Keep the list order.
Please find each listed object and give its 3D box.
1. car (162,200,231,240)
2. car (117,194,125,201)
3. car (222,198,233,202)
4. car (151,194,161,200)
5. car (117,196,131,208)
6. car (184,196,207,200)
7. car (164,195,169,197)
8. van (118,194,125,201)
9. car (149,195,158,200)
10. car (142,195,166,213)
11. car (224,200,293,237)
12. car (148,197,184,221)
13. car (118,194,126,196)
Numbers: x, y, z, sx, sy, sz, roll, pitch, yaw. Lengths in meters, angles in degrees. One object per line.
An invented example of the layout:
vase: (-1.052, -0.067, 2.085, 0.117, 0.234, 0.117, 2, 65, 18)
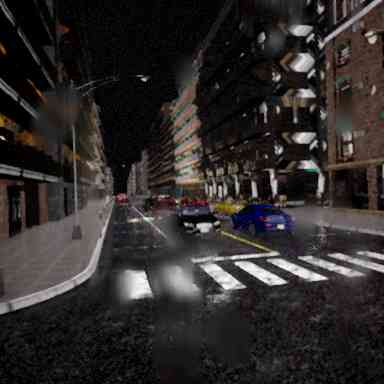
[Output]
car: (0.017, 1.396, 16.819, 2.128, 1.511, 4.902, -2, 0, -13)
car: (-19.872, 1.443, 93.193, 2.192, 1.841, 5.009, -2, 0, -13)
car: (3.225, 1.243, 28.906, 1.752, 1.417, 4.829, -2, 0, -13)
car: (-9.201, 1.256, 83.971, 1.967, 1.590, 4.097, -2, 0, -13)
car: (-9.895, 1.612, 49.008, 1.802, 1.307, 4.206, -2, 0, -13)
car: (0.771, 1.276, 39.785, 1.887, 1.381, 4.507, -2, 0, -13)
car: (-3.318, 1.357, 45.915, 1.812, 1.442, 4.674, -2, 0, -12)
van: (-18.625, 1.449, 87.672, 1.690, 1.788, 3.998, -2, 0, -13)
car: (-10.443, 1.411, 89.496, 1.802, 1.307, 4.206, -2, 0, -13)
car: (-4.454, 1.425, 36.697, 1.837, 1.490, 4.892, -2, 0, -13)
car: (3.336, 1.324, 16.620, 1.812, 1.442, 4.674, -2, 0, -12)
car: (-2.182, 1.435, 26.576, 1.812, 1.442, 4.674, -2, 0, -13)
car: (-14.888, 1.387, 71.101, 2.192, 1.841, 5.009, -2, 0, -13)
